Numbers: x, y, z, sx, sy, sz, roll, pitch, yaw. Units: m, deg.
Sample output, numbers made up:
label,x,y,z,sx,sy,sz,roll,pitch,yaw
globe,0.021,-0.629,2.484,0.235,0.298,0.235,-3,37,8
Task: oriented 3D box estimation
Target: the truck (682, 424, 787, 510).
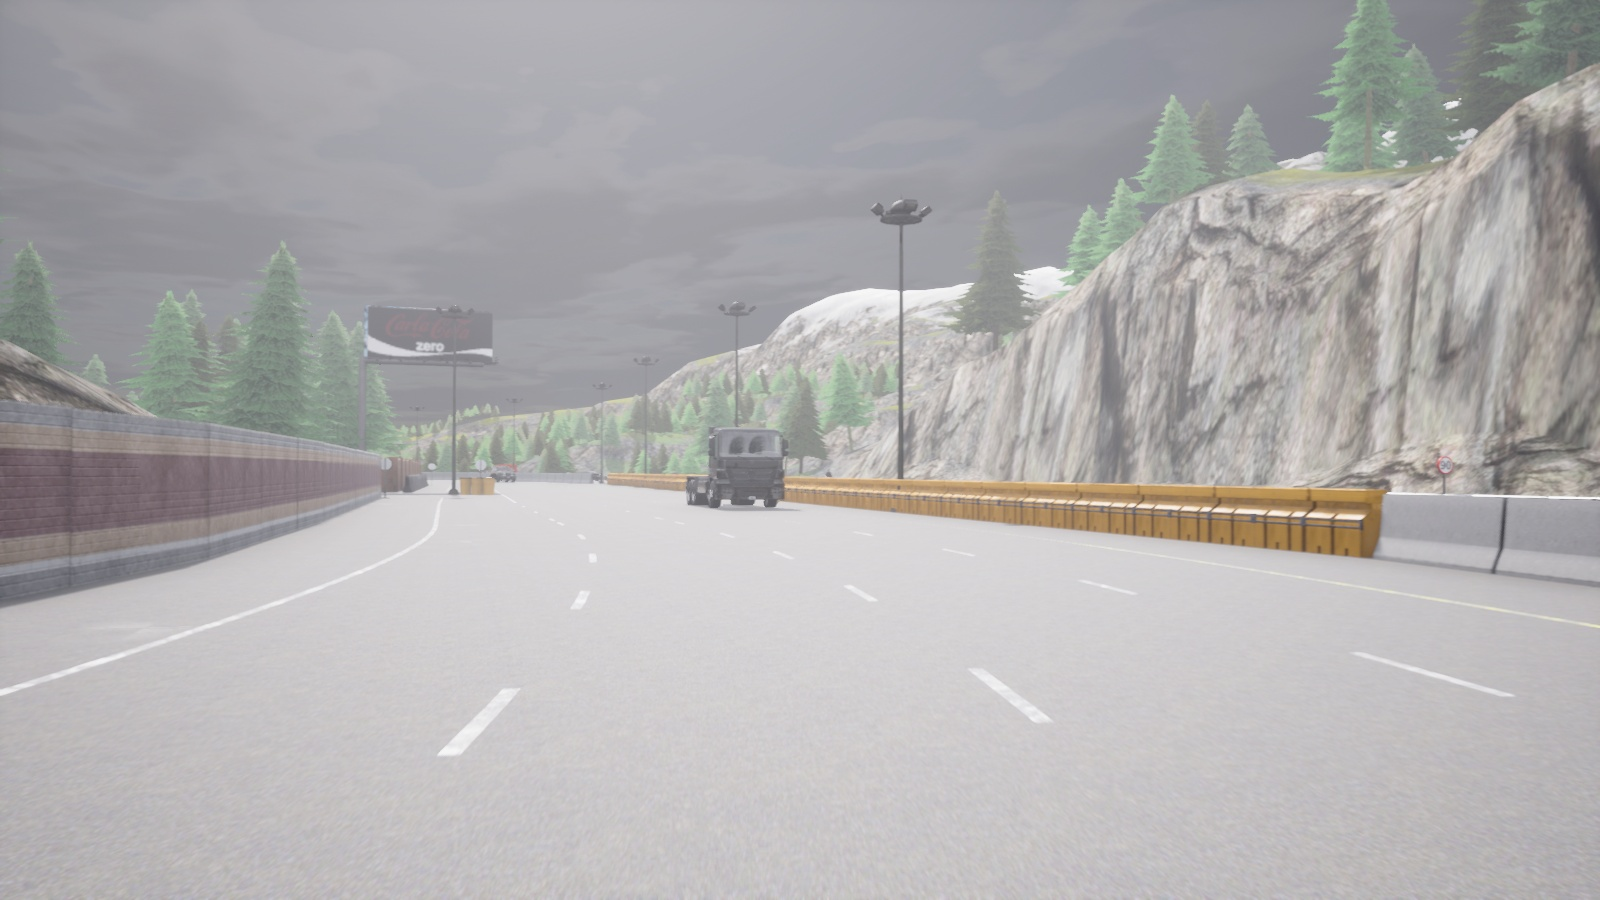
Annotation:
label,x,y,z,sx,sy,sz,roll,pitch,yaw
truck,-3.015,0.763,54.747,2.891,3.462,7.936,0,-1,-16
